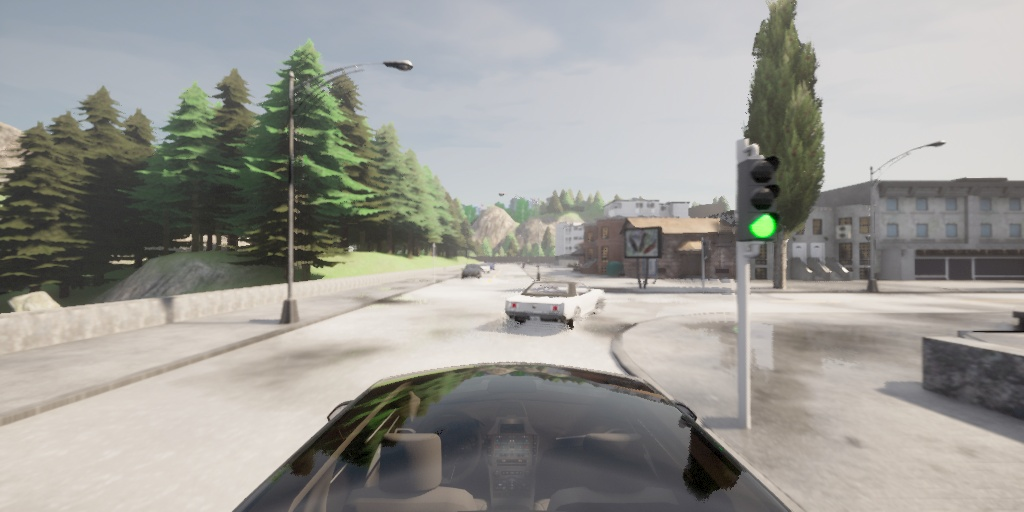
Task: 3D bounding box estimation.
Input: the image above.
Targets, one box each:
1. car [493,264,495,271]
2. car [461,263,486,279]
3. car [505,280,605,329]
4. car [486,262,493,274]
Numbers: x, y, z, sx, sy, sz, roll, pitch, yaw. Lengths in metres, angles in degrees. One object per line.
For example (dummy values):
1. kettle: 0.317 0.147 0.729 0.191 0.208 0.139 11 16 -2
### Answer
1. car: -4.009 1.838 63.527 1.812 1.442 4.674 0 0 1
2. car: -4.075 1.575 37.002 1.837 1.490 4.892 0 0 0
3. car: 1.641 1.443 11.824 1.895 1.301 4.718 0 -1 27
4. car: -4.058 1.711 49.648 1.812 1.442 4.674 0 0 0
